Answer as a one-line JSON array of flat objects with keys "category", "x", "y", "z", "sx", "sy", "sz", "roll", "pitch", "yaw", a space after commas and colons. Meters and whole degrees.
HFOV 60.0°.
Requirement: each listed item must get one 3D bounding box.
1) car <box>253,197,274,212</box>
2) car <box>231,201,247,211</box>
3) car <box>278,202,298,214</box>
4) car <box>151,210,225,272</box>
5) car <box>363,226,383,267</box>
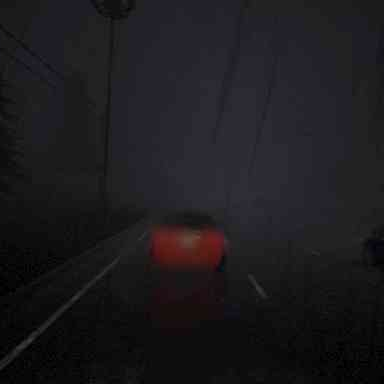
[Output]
[{"category": "car", "x": 10.370, "y": 1.826, "z": 48.544, "sx": 2.150, "sy": 2.045, "sz": 5.566, "roll": 3, "pitch": 0, "yaw": 0}, {"category": "car", "x": 6.861, "y": 1.971, "z": 48.595, "sx": 1.812, "sy": 1.442, "sz": 4.674, "roll": 3, "pitch": 0, "yaw": 0}, {"category": "car", "x": 13.857, "y": 2.258, "z": 47.960, "sx": 2.128, "sy": 1.511, "sz": 4.902, "roll": 3, "pitch": 0, "yaw": 0}, {"category": "car", "x": -0.100, "y": 1.376, "z": 11.209, "sx": 2.097, "sy": 1.767, "sz": 4.553, "roll": 3, "pitch": 0, "yaw": 0}, {"category": "car", "x": 6.992, "y": 1.826, "z": 9.792, "sx": 1.882, "sy": 1.535, "sz": 5.008, "roll": 3, "pitch": 0, "yaw": 0}]
